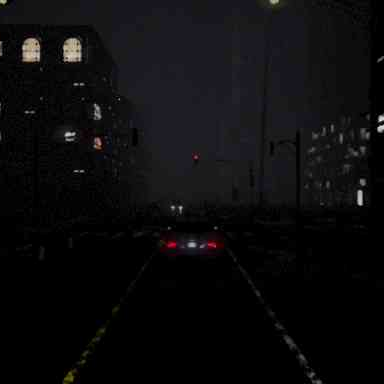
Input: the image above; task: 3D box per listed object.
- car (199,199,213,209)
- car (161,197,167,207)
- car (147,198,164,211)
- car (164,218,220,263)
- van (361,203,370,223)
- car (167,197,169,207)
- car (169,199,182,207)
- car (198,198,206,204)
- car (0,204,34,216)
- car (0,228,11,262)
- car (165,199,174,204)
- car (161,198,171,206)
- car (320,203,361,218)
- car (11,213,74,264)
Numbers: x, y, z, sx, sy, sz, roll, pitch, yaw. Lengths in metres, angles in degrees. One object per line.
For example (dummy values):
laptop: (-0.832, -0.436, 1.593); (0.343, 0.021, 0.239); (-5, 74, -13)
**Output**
car: (2.646, 2.091, 55.935); (1.887, 1.381, 4.507); (-1, -1, 0)
car: (-5.703, 1.987, 55.878); (1.967, 1.590, 4.097); (-1, -1, 0)
car: (-5.701, 2.035, 50.229); (1.887, 1.381, 4.507); (-1, -1, 0)
car: (0.013, 1.669, 12.510); (2.033, 1.411, 5.357); (0, -1, 0)
van: (14.687, 1.600, 23.806); (3.998, 1.788, 1.690); (0, 0, 0)
car: (-5.705, 1.975, 67.178); (2.192, 1.841, 5.009); (-1, -1, 0)
car: (-3.010, 2.158, 66.731); (1.837, 1.490, 4.892); (0, -1, 0)
car: (2.646, 2.435, 89.827); (1.887, 1.381, 4.507); (-1, -1, 0)
car: (-17.884, 1.815, 32.134); (4.829, 1.417, 1.752); (0, 0, 0)
car: (-5.701, 1.588, 6.331); (1.752, 1.417, 4.829); (-1, -1, 0)
car: (-5.701, 2.414, 84.121); (1.802, 1.307, 4.206); (-1, -1, 0)
car: (-5.703, 2.158, 72.824); (1.967, 1.590, 4.097); (-1, -1, 0)
car: (14.674, 1.781, 32.189); (4.313, 1.339, 1.947); (0, 0, 0)
car: (-5.701, 1.669, 12.164); (2.008, 1.369, 4.403); (-1, -1, 0)
